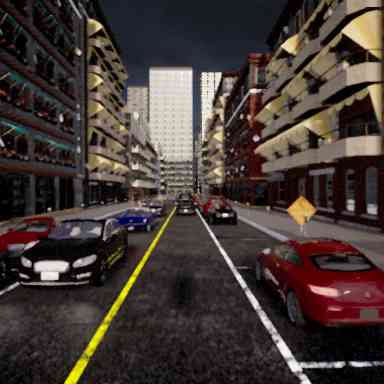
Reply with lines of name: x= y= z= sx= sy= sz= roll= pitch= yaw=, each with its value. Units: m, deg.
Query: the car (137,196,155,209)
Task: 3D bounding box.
car: x=-6.239 y=1.383 z=45.399 sx=1.967 sy=1.590 sz=4.097 roll=-1 pitch=0 yaw=-1

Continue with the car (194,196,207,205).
car: x=1.413 y=1.438 z=56.678 sx=2.008 sy=1.369 sz=4.403 roll=-1 pitch=0 yaw=-1

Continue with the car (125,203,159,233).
car: x=-3.227 y=1.579 z=19.638 sx=1.895 sy=1.301 sz=4.718 roll=0 pitch=0 yaw=-1

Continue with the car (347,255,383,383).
car: x=2.562 y=1.427 z=1.201 sx=1.967 sy=1.590 sz=4.097 roll=-1 pitch=0 yaw=-1

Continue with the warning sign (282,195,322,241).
warning sign: x=4.683 y=1.069 z=14.254 sx=1.300 sy=1.860 sz=1.060 roll=0 pitch=1 yaw=-1

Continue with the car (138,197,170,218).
car: x=-3.404 y=1.452 z=30.144 sx=2.128 sy=1.511 sz=4.902 roll=0 pitch=0 yaw=-1

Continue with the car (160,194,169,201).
car: x=-7.039 y=1.308 z=84.235 sx=1.967 sy=1.590 sz=4.097 roll=-1 pitch=0 yaw=-1

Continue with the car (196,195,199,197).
car: x=1.642 y=1.490 z=45.583 sx=1.802 sy=1.307 sz=4.206 roll=-1 pitch=0 yaw=-1

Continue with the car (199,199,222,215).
car: x=1.870 y=1.480 z=34.487 sx=2.008 sy=1.369 sz=4.403 roll=-1 pitch=0 yaw=-1

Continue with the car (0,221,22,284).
car: x=-5.439 y=1.452 z=6.564 sx=1.967 sy=1.590 sz=4.097 roll=-1 pitch=0 yaw=-1

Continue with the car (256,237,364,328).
car: x=2.446 y=1.559 z=6.749 sx=1.802 sy=1.307 sz=4.206 roll=-1 pitch=0 yaw=-1

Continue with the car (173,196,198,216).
car: x=-0.584 y=1.447 z=32.265 sx=1.837 sy=1.490 sz=4.892 roll=0 pitch=0 yaw=-1

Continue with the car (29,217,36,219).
car: x=-5.551 y=1.584 z=12.112 sx=1.802 sy=1.307 sz=4.206 roll=-1 pitch=0 yaw=-1

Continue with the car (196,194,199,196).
car: x=1.527 y=1.464 z=51.131 sx=1.947 sy=1.339 sz=4.313 roll=-1 pitch=0 yaw=-1

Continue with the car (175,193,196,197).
car: x=-0.881 y=1.138 z=46.269 sx=2.150 sy=2.045 sz=5.566 roll=0 pitch=0 yaw=-1

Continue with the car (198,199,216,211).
car: x=1.756 y=1.501 z=40.035 sx=1.802 sy=1.307 sz=4.206 roll=-1 pitch=0 yaw=-1

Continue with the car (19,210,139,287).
car: x=-3.020 y=1.488 z=9.410 sx=2.128 sy=1.511 sz=4.902 roll=0 pitch=0 yaw=-1

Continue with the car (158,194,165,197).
car: x=-6.805 y=1.415 z=72.969 sx=1.752 sy=1.417 sz=4.829 roll=-1 pitch=0 yaw=-1

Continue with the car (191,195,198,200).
car: x=0.727 y=1.404 z=89.966 sx=1.802 sy=1.307 sz=4.206 roll=-1 pitch=0 yaw=-1

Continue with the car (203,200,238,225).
car: x=2.099 y=1.514 z=23.392 sx=1.947 sy=1.339 sz=4.313 roll=-1 pitch=0 yaw=-1

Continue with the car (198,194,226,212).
car: x=1.980 y=1.254 z=28.939 sx=2.192 sy=1.841 sz=5.009 roll=-1 pitch=0 yaw=-1

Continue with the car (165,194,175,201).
car: x=-4.205 y=1.377 z=71.708 sx=2.033 sy=1.411 sz=5.357 roll=0 pitch=0 yaw=-1
